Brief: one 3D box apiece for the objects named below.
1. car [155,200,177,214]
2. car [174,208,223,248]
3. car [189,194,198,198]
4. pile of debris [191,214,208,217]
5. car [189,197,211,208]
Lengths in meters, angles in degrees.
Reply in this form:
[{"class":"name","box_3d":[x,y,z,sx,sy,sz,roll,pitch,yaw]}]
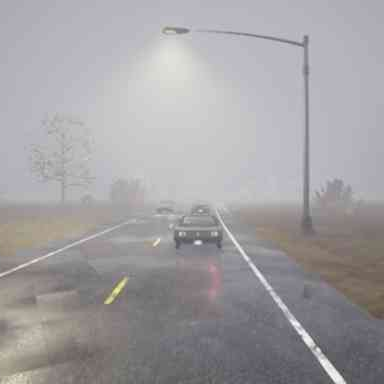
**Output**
[{"class":"car","box_3d":[-2.670,1.546,35.785,2.033,1.411,5.357,0,0,3]},{"class":"car","box_3d":[0.284,1.597,14.673,1.895,1.301,4.718,0,0,1]},{"class":"car","box_3d":[0.378,1.217,77.071,1.812,1.442,4.674,0,0,5]},{"class":"pile of debris","box_3d":[0.673,2.167,30.267,1.500,0.140,1.860,0,0,2]},{"class":"car","box_3d":[0.868,1.514,32.269,1.812,1.442,4.674,0,0,3]}]
